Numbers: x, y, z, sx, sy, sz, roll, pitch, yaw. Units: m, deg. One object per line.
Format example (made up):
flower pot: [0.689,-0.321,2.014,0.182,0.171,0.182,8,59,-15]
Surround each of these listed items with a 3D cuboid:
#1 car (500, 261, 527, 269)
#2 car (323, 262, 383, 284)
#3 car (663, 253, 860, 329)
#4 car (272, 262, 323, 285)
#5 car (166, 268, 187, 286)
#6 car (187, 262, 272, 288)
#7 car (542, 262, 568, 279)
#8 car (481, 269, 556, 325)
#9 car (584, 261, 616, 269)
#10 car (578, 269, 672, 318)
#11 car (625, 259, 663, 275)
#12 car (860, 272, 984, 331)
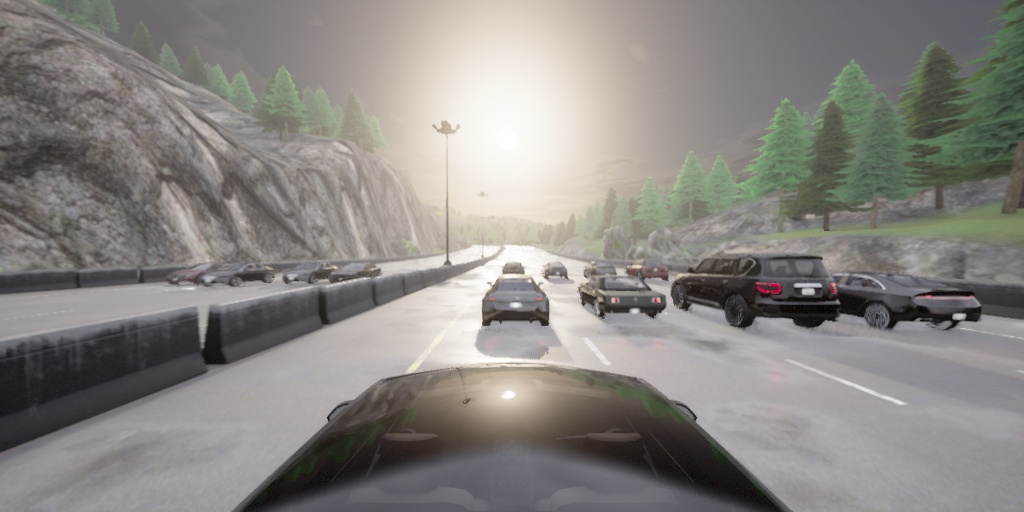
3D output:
car: [0.115,1.173,29.500,1.837,1.490,4.892,0,0,0]
car: [-10.535,1.157,24.607,1.882,1.535,5.008,0,0,1]
car: [7.105,0.945,11.279,2.150,2.045,5.566,0,0,0]
car: [-14.028,1.169,25.304,2.128,1.511,4.902,0,0,1]
car: [-21.034,1.201,24.743,1.812,1.442,4.674,0,0,1]
car: [-17.545,1.175,23.181,2.128,1.511,4.902,0,0,0]
car: [3.616,1.191,30.554,1.812,1.442,4.674,0,0,0]
car: [0.105,1.285,11.654,1.994,1.385,4.181,0,0,0]
car: [7.115,1.163,29.399,2.128,1.511,4.902,0,0,0]
car: [3.605,1.320,12.729,1.895,1.301,4.718,0,0,0]
car: [10.615,1.027,28.604,2.097,1.767,4.553,0,0,0]
car: [10.605,1.218,10.922,2.128,1.511,4.902,0,0,0]
